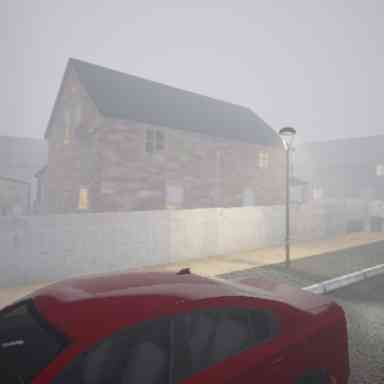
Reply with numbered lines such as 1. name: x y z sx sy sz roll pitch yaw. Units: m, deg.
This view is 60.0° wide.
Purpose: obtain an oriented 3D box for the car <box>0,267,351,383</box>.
1. car: -0.736 1.482 2.648 5.008 1.535 1.882 0 0 -36
